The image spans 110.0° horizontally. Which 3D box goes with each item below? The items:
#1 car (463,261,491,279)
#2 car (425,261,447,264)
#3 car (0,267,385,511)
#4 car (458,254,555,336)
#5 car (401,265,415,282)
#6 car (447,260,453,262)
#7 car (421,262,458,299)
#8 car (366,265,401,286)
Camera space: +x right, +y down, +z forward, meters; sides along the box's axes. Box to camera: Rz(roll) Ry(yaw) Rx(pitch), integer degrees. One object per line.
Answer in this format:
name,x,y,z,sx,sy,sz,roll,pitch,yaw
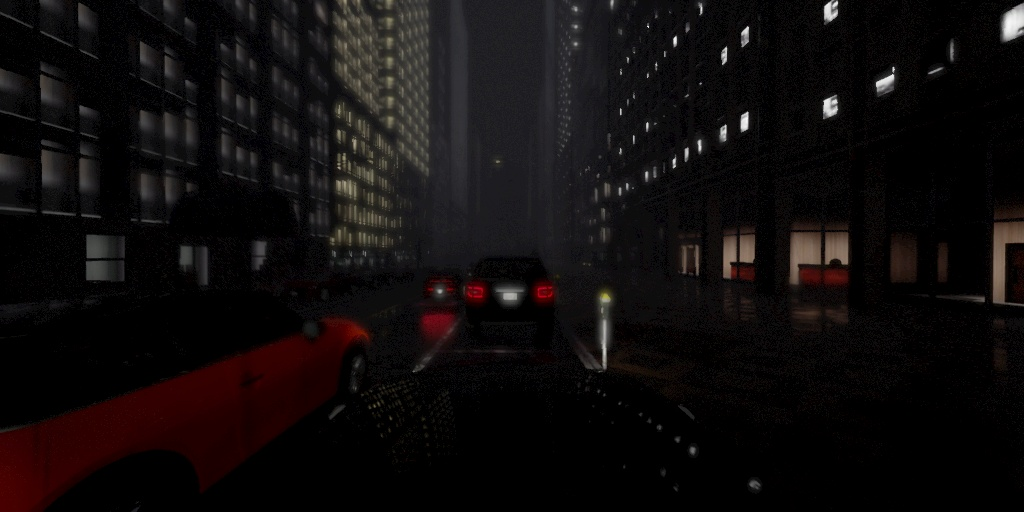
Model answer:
car,-3.123,1.237,33.102,2.128,1.511,4.902,0,0,1
car,-8.837,1.293,39.574,2.007,1.370,4.403,0,0,0
car,-3.146,1.101,3.508,2.097,1.767,4.553,0,0,0
car,-0.039,0.976,10.531,2.150,2.045,5.566,0,0,0
car,-8.837,1.327,28.206,1.802,1.307,4.207,0,0,0
car,-8.837,1.291,50.940,2.007,1.370,4.403,0,0,0
car,-3.124,1.254,18.087,1.837,1.490,4.892,0,1,1
car,-8.838,1.297,22.523,2.007,1.370,4.403,0,0,0
